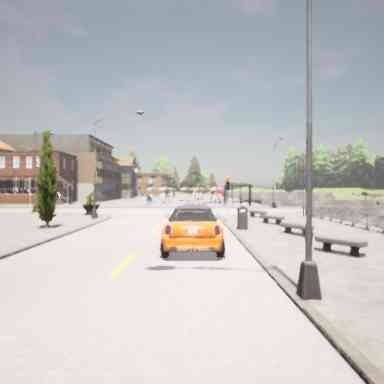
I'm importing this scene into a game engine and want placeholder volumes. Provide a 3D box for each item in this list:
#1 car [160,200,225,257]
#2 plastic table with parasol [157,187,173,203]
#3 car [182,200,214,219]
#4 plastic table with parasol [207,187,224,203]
[{"bbox_3d":[0.039,1.237,12.579,2.097,1.767,4.553,0,1,1],"label":"car"},{"bbox_3d":[-4.243,0.440,52.628,2.482,2.480,2.482,0,1,0],"label":"plastic table with parasol"},{"bbox_3d":[0.594,1.348,27.352,1.895,1.301,4.718,0,1,10],"label":"car"},{"bbox_3d":[3.577,0.447,51.879,2.482,2.480,2.482,0,1,0],"label":"plastic table with parasol"}]
